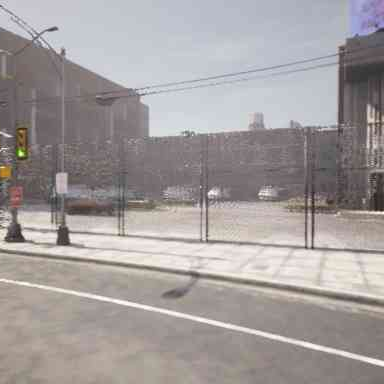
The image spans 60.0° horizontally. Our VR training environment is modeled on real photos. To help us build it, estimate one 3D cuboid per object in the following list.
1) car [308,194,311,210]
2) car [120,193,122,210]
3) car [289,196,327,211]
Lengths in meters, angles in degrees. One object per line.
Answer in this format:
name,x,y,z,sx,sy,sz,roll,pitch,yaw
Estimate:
car,10.906,1.232,32.275,4.674,1.452,2.002,0,0,23
car,-6.024,1.172,35.433,4.193,1.474,1.816,0,0,23
car,12.853,1.239,36.821,3.806,1.475,1.970,0,0,23
